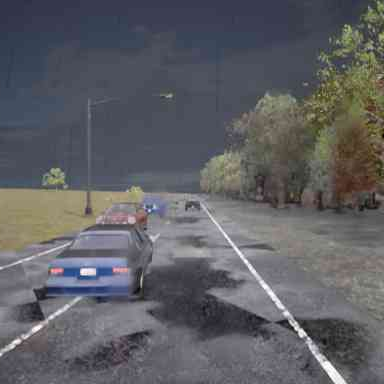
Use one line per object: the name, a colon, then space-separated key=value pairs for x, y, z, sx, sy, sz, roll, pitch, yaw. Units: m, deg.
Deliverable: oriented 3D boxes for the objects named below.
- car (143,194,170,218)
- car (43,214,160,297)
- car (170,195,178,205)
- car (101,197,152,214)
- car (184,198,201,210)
car: x=-3.603 y=1.241 z=30.771 sx=2.150 sy=2.045 sz=5.566 roll=0 pitch=0 yaw=0
car: x=-2.085 y=1.554 z=8.779 sx=2.033 sy=1.411 sz=5.357 roll=0 pitch=0 yaw=-3
car: x=-3.576 y=1.377 z=60.297 sx=2.097 sy=1.767 sz=4.553 roll=0 pitch=0 yaw=0
car: x=-3.676 y=1.364 z=17.916 sx=2.097 sy=1.767 sz=4.553 roll=0 pitch=0 yaw=1
car: x=0.095 y=1.527 z=42.240 sx=1.837 sy=1.490 sz=4.892 roll=0 pitch=0 yaw=0
